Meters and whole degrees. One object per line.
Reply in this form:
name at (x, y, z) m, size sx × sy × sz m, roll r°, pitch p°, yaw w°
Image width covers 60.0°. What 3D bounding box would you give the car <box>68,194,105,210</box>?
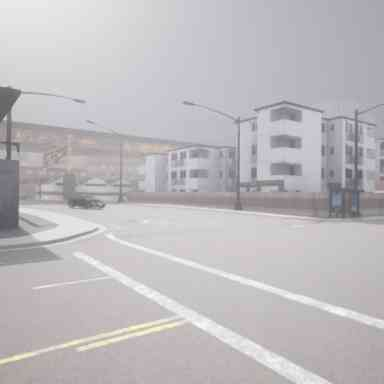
car at (-11.248, 1.036, 35.429) m, size 4.902 × 1.511 × 2.128 m, roll 2°, pitch 0°, yaw 37°
